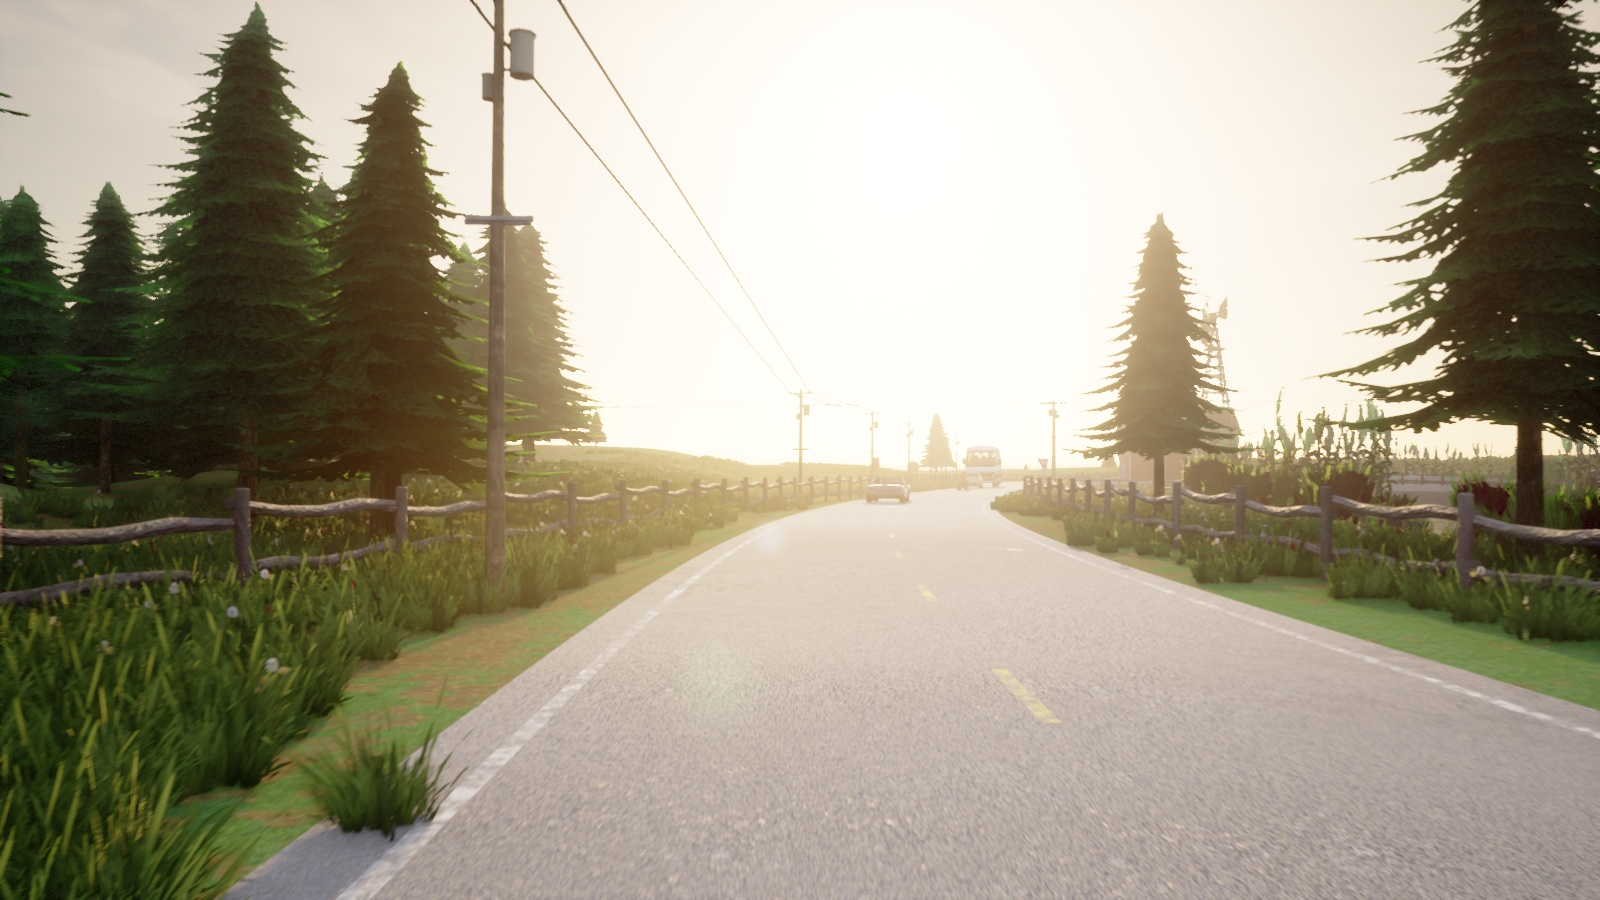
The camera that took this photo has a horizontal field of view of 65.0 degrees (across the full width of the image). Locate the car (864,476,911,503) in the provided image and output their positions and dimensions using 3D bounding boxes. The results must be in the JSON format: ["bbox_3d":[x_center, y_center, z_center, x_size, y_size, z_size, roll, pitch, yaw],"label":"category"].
[{"bbox_3d":[4.455,1.954,63.140,1.895,1.301,4.718,0,-1,10],"label":"car"}]
